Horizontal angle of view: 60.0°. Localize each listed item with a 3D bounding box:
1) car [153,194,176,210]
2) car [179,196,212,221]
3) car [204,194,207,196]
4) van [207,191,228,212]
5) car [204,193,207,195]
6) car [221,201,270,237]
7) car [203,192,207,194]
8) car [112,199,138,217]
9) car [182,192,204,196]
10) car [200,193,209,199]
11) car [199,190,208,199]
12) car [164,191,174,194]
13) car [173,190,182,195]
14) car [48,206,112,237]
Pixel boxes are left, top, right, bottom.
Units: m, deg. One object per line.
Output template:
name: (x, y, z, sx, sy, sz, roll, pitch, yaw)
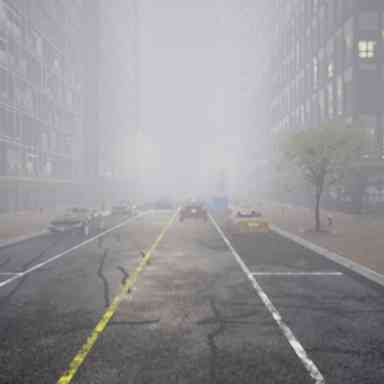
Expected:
car: (-3.084, 1.249, 36.466, 1.994, 1.385, 4.181, 0, 1, 0)
car: (0.109, 1.294, 24.815, 2.163, 1.488, 4.792, 0, 0, 0)
car: (2.701, 1.238, 39.528, 1.802, 1.307, 4.206, 0, 1, 0)
van: (2.699, 1.050, 33.828, 1.690, 1.788, 3.998, 0, 1, 0)
car: (2.703, 1.184, 45.225, 1.802, 1.307, 4.206, 0, 1, 0)
car: (2.693, 1.385, 16.909, 1.752, 1.417, 4.829, 0, 0, 0)
car: (2.704, 1.072, 51.091, 1.752, 1.417, 4.829, 0, 1, 0)
car: (-5.683, 1.312, 28.137, 2.008, 1.369, 4.403, 0, 1, 0)
car: (0.113, 1.132, 42.464, 2.163, 1.488, 4.792, 0, 1, 0)
car: (2.713, 0.867, 73.711, 1.887, 1.381, 4.507, 0, 1, 0)
car: (2.715, 0.575, 79.405, 2.192, 1.841, 5.009, 0, 1, 0)
car: (-5.667, 0.904, 73.715, 1.802, 1.307, 4.206, 0, 1, 0)
car: (-2.976, 0.460, 77.077, 1.812, 1.442, 4.674, 0, 1, 0)
car: (-5.688, 1.412, 16.742, 2.008, 1.369, 4.403, 0, 0, 0)
